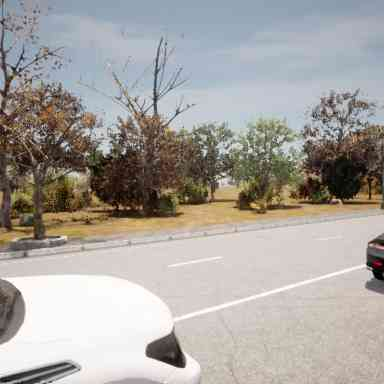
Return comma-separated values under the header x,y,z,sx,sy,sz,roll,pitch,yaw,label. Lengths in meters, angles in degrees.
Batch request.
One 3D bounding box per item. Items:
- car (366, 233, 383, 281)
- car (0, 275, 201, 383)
x,y,z,sx,sy,sz,roll,pitch,yaw,label
6.178,1.349,8.151,4.902,1.511,2.128,-1,1,-35,car
-2.581,1.219,1.909,5.566,2.045,2.150,0,0,-36,car
